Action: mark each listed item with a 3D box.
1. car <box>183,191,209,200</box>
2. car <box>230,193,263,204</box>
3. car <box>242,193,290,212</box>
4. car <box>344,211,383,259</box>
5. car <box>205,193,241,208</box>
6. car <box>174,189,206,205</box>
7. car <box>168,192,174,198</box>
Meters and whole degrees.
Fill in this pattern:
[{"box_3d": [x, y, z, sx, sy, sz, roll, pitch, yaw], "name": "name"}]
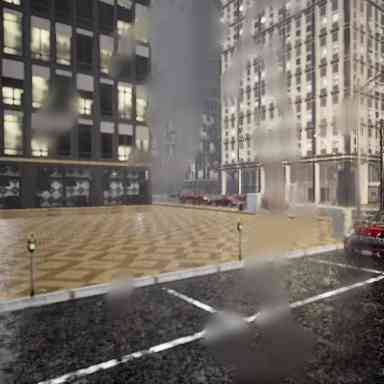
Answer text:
[{"box_3d": [0.608, 0.549, 53.662, 1.752, 1.417, 4.829, 1, 1, -36], "name": "car"}, {"box_3d": [7.203, 0.823, 44.459, 1.802, 1.307, 4.206, 1, 1, -36], "name": "car"}, {"box_3d": [6.926, 0.952, 30.466, 1.967, 1.590, 4.097, 1, 1, -36], "name": "car"}, {"box_3d": [7.115, 1.377, 11.636, 4.097, 1.590, 1.967, 0, 0, -35], "name": "car"}, {"box_3d": [3.675, 0.986, 34.997, 1.802, 1.307, 4.206, 1, 1, -36], "name": "car"}, {"box_3d": [0.434, 0.612, 39.526, 2.192, 1.841, 5.009, 1, 1, -36], "name": "car"}, {"box_3d": [-2.542, 0.485, 58.057, 1.947, 1.339, 4.313, 1, 1, -36], "name": "car"}]
